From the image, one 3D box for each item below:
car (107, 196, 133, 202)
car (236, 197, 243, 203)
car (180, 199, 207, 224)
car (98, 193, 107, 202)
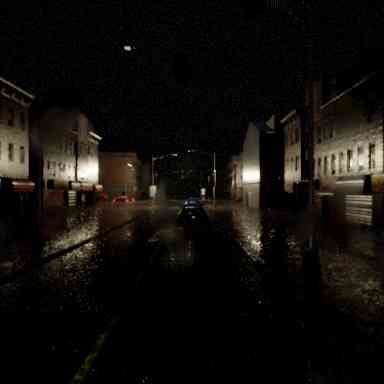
[{"bbox_3d":[-14.673,1.469,69.521,4.507,1.381,1.887,0,-1,0],"label":"car"},{"bbox_3d":[11.737,1.434,69.560,5.009,1.841,2.192,0,-1,0],"label":"car"},{"bbox_3d":[0.109,1.489,24.874,2.128,1.511,4.902,0,0,0],"label":"car"},{"bbox_3d":[-20.106,1.201,69.515,5.009,1.841,2.192,0,-1,0],"label":"car"}]
